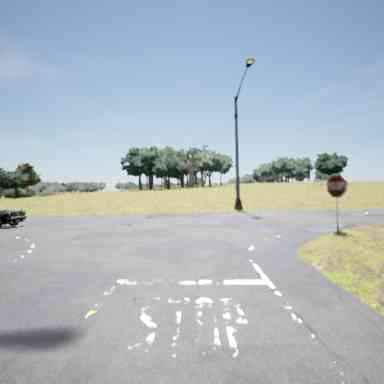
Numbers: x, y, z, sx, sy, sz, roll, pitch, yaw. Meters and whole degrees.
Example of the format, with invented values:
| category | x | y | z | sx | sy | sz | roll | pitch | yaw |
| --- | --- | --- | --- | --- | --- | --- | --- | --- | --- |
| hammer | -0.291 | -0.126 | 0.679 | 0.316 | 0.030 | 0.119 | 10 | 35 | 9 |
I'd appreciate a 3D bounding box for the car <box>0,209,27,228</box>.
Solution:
| category | x | y | z | sx | sy | sz | roll | pitch | yaw |
| --- | --- | --- | --- | --- | --- | --- | --- | --- | --- |
| car | -11.377 | 1.212 | 17.549 | 4.718 | 1.301 | 1.895 | 0 | 0 | 0 |
